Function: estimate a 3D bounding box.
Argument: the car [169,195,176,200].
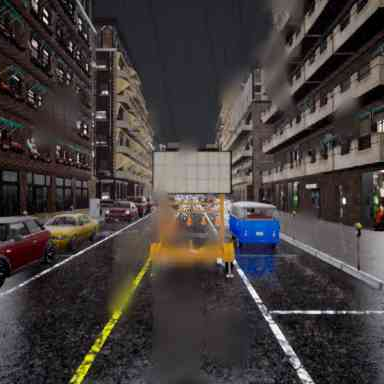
[{"bbox_3d":[-5.378,1.582,92.073,1.802,1.307,4.206,1,0,0],"label":"car"}]

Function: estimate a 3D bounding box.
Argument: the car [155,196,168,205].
[{"bbox_3d":[-5.352,1.529,58.610,1.752,1.417,4.829,1,0,0],"label":"car"}]

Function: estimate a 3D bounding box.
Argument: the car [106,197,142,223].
[{"bbox_3d":[-5.326,1.443,25.486,1.967,1.590,4.097,1,0,0],"label":"car"}]

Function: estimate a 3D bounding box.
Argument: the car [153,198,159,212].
[{"bbox_3d":[-5.333,1.319,36.584,2.192,1.841,5.009,1,0,0],"label":"car"}]

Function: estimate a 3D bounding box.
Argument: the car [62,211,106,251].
[{"bbox_3d":[-5.319,1.527,14.218,1.752,1.417,4.829,1,0,0],"label":"car"}]

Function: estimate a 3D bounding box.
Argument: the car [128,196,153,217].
[{"bbox_3d":[-5.329,1.319,31.035,2.192,1.841,5.009,1,0,0],"label":"car"}]

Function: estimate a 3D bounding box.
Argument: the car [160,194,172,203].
[{"bbox_3d":[-5.358,1.318,69.877,2.192,1.841,5.009,1,0,0],"label":"car"}]

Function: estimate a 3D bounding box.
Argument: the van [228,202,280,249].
[{"bbox_3d":[2.564,1.343,14.413,1.690,1.788,3.998,1,0,0],"label":"van"}]

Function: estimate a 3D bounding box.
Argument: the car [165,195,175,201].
[{"bbox_3d":[-5.369,1.552,80.976,2.008,1.369,4.403,1,0,0],"label":"car"}]

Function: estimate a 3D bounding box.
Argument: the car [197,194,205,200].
[{"bbox_3d":[2.504,1.440,92.101,1.967,1.590,4.097,1,0,0],"label":"car"}]

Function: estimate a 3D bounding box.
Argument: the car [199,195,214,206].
[{"bbox_3d":[2.533,1.444,53.257,1.967,1.590,4.097,1,0,0],"label":"car"}]

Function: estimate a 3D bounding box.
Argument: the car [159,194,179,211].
[{"bbox_3d":[-2.783,1.356,41.398,2.097,1.767,4.553,0,0,0],"label":"car"}]

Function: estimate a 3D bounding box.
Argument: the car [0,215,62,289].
[{"bbox_3d":[-5.314,1.442,8.839,1.967,1.590,4.097,1,0,0],"label":"car"}]

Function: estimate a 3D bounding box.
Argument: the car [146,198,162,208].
[{"bbox_3d":[-5.345,1.586,47.682,1.802,1.307,4.206,1,0,0],"label":"car"}]

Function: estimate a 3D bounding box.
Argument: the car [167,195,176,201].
[{"bbox_3d":[-5.374,1.567,86.525,1.947,1.339,4.313,1,0,0],"label":"car"}]

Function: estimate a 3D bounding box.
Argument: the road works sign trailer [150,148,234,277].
[{"bbox_3d":[-0.002,0.466,10.214,2.380,3.560,2.880,0,0,0],"label":"road works sign trailer"}]
